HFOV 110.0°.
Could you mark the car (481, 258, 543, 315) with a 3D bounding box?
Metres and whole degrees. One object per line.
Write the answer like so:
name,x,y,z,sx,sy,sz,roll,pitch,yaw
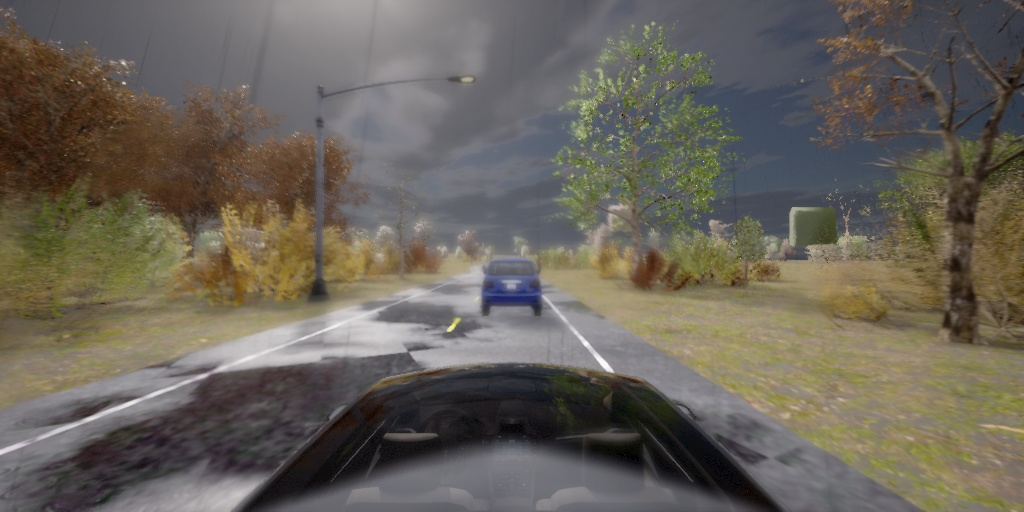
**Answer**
car,-0.006,1.108,14.404,2.150,2.045,5.566,0,0,0
